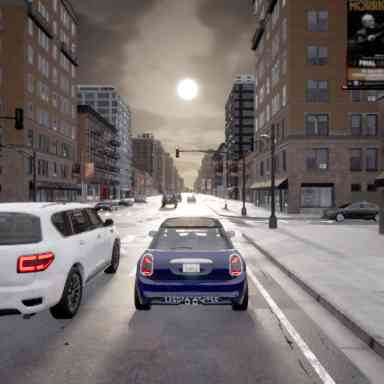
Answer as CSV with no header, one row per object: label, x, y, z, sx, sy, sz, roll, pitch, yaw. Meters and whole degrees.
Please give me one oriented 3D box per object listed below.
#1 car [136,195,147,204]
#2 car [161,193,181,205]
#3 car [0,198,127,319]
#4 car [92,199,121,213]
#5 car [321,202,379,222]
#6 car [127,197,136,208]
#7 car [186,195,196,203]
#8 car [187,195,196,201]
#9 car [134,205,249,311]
car,-9.901,1.343,63.924,2.097,1.767,4.553,0,0,0
car,-3.231,1.218,48.728,2.150,2.045,5.566,0,0,0
car,-3.160,1.223,7.485,2.150,2.045,5.566,0,0,0
car,-9.915,1.547,39.093,2.033,1.411,5.357,0,0,0
car,12.679,1.545,25.986,4.892,1.490,1.837,0,0,2
car,-9.927,1.598,48.989,1.895,1.301,4.718,0,0,0
car,-0.115,1.482,69.327,2.128,1.511,4.902,0,0,0
car,-0.133,1.453,79.777,1.895,1.301,4.718,0,0,0
car,-0.005,1.352,7.944,2.097,1.767,4.553,0,0,0
